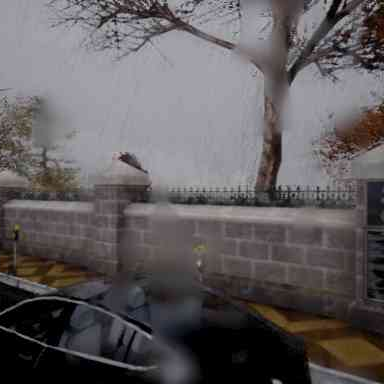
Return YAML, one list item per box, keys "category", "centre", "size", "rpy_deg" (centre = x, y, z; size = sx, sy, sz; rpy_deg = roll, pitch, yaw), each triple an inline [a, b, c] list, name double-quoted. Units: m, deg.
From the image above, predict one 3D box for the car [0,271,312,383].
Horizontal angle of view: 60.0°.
- category: "car"
  centre: [-0.952, 1.568, 3.579]
  size: [4.313, 1.339, 1.947]
  rpy_deg: [0, 0, 36]
